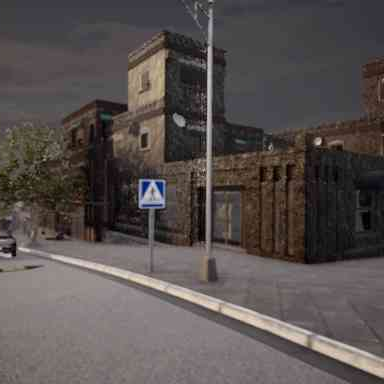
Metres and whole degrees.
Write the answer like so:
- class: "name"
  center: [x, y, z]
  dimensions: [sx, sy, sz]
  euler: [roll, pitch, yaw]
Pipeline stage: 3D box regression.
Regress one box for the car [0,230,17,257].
- class: "car"
  center: [-11.490, 2.983, 19.298]
  dimensions: [2.128, 1.511, 4.902]
  euler: [1, -6, -37]
